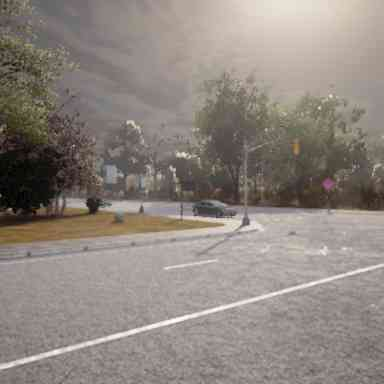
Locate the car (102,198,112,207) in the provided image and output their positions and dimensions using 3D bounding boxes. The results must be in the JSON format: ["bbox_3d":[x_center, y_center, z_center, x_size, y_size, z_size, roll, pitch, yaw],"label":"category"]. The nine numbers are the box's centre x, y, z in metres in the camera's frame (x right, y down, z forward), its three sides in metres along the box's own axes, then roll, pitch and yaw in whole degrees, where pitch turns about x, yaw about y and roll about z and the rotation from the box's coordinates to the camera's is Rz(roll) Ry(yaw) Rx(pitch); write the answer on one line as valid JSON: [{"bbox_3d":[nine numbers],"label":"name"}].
[{"bbox_3d":[-13.465,1.539,49.403,1.994,1.385,4.181,0,0,-39],"label":"car"}]

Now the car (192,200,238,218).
[{"bbox_3d":[1.980,1.516,30.116,1.837,1.490,4.892,0,1,-39],"label":"car"}]
